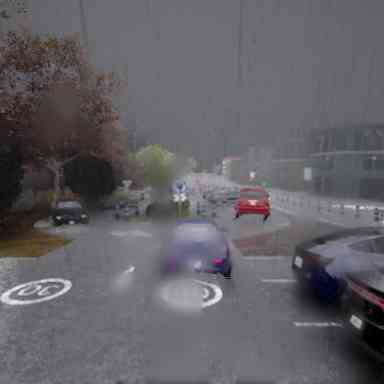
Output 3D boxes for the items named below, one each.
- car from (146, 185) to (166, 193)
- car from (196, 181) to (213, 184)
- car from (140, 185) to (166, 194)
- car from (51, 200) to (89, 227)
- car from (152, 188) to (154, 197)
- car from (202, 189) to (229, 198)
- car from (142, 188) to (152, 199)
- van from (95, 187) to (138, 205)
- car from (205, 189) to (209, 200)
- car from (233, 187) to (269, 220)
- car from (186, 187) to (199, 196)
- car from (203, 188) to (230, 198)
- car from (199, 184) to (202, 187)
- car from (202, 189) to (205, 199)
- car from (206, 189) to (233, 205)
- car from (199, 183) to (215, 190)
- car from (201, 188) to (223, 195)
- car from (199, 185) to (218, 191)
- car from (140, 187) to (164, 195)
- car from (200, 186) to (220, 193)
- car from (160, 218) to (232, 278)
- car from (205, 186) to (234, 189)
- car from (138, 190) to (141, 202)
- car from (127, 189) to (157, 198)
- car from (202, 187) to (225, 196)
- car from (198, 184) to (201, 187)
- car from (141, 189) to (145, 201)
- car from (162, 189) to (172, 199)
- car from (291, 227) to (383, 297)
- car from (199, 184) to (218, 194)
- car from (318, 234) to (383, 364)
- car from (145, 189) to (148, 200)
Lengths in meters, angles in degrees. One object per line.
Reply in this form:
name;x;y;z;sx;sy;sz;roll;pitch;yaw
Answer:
car;-8.802;-0.783;81.183;4.553;1.767;2.185;0;3;0
car;4.286;-1.234;86.890;5.566;2.045;2.435;0;3;0
car;-8.803;-0.620;75.604;5.566;2.045;2.435;0;3;0
car;-7.860;1.210;21.035;2.033;1.411;5.357;-2;3;-25
car;-8.980;0.500;50.663;5.366;1.575;1.946;0;1;0
car;4.323;0.230;61.856;4.792;1.488;2.163;0;2;0
car;-8.982;0.549;47.868;5.366;1.575;1.946;0;1;0
van;-8.679;0.444;36.704;4.442;1.987;1.878;1;1;0
car;4.247;0.675;39.563;4.792;1.488;2.163;0;0;0
car;4.241;0.712;23.554;2.150;2.045;5.566;2;2;9
car;-0.242;0.087;66.777;2.033;1.411;5.357;0;2;0
car;4.323;0.165;59.065;4.553;1.767;2.185;0;2;0
car;4.269;-0.245;70.199;4.553;1.767;2.185;0;3;0
car;4.286;0.592;45.128;5.008;1.535;2.097;0;1;0
car;4.304;0.698;36.779;4.792;1.488;2.163;0;0;0
car;4.352;-1.584;95.108;4.553;1.767;2.185;0;3;0
car;4.300;-0.204;72.991;4.674;1.452;2.002;0;3;0
car;4.321;-1.144;89.683;5.008;1.535;2.097;0;3;0
car;-8.783;-0.237;72.830;5.008;1.535;2.097;0;3;0
car;4.339;-0.636;81.346;4.792;1.488;2.163;0;3;0
car;0.127;1.518;10.010;1.812;1.442;4.674;0;0;1
car;4.248;0.497;42.347;4.553;1.767;2.185;0;1;0
car;-8.806;0.686;39.380;4.674;1.452;2.002;0;0;0
car;-8.783;0.295;58.898;5.008;1.535;2.097;0;2;0
car;4.267;-0.129;67.422;4.553;1.767;2.185;0;2;0
car;4.312;-0.517;78.561;5.008;1.535;2.097;0;3;0
car;-8.804;0.664;42.165;4.674;1.452;2.002;0;0;0
car;-3.820;0.119;56.033;2.150;2.045;5.566;0;2;0
car;4.569;1.505;6.970;4.792;1.488;2.163;0;0;0
car;4.255;0.301;47.917;5.566;2.045;2.435;0;1;0
car;4.534;1.477;4.194;5.008;1.535;2.097;0;0;0
car;-8.828;0.622;45.077;4.792;1.488;2.163;0;1;0
